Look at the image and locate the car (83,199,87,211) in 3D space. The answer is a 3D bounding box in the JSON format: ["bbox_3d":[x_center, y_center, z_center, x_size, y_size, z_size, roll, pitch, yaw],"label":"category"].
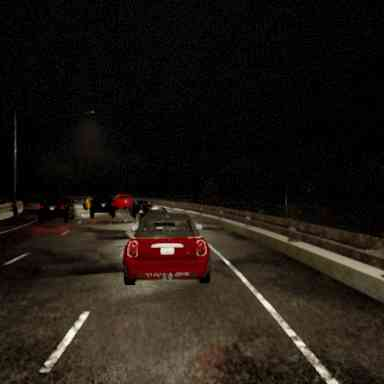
[{"bbox_3d":[-13.183,1.593,43.685,1.882,1.535,5.008,0,0,-24],"label":"car"}]

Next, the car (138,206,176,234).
[{"bbox_3d":[-2.269,1.612,20.387,1.994,1.385,4.181,0,0,-10],"label":"car"}]

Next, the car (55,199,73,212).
[{"bbox_3d":[-15.924,1.620,41.210,1.837,1.490,4.892,0,0,-23],"label":"car"}]

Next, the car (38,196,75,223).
[{"bbox_3d":[-10.753,1.297,26.664,2.150,2.045,5.566,0,0,-14],"label":"car"}]

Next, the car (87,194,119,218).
[{"bbox_3d":[-8.546,1.299,31.602,2.150,2.045,5.566,0,-1,-18],"label":"car"}]

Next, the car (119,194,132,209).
[{"bbox_3d":[-9.278,1.332,43.639,2.150,2.045,5.566,0,0,-24],"label":"car"}]

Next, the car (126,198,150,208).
[{"bbox_3d":[-4.782,1.576,31.075,1.837,1.490,4.892,0,-2,-16],"label":"car"}]

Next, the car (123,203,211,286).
[{"bbox_3d":[-0.727,1.375,9.716,2.097,1.767,4.553,0,0,-4],"label":"car"}]
